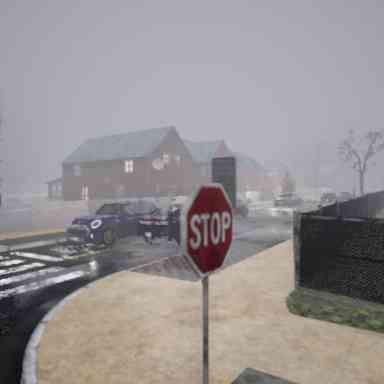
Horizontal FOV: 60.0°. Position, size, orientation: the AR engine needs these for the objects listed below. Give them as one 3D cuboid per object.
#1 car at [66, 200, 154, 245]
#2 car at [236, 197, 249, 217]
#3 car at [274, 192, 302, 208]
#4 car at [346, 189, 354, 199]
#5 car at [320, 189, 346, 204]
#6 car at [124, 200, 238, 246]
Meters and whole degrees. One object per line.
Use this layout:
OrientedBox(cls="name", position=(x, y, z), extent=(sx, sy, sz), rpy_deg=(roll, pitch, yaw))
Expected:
OrientedBox(cls="car", position=(-3.256, 1.193, 14.792), extent=(2.097, 1.767, 4.553), rpy_deg=(-1, 1, 35))
OrientedBox(cls="car", position=(2.293, 1.099, 23.047), extent=(2.128, 1.511, 4.902), rpy_deg=(-1, 1, 33))
OrientedBox(cls="car", position=(10.075, 0.789, 34.772), extent=(1.837, 1.490, 4.892), rpy_deg=(-1, 2, 34))
OrientedBox(cls="car", position=(21.961, 0.362, 47.585), extent=(1.882, 1.535, 5.008), rpy_deg=(-1, 1, 34))
OrientedBox(cls="car", position=(16.452, 0.602, 39.181), extent=(1.837, 1.490, 4.892), rpy_deg=(-1, 1, 34))
OrientedBox(cls="car", position=(-0.237, 1.274, 14.066), extent=(2.128, 1.511, 4.902), rpy_deg=(-1, 1, 34))
